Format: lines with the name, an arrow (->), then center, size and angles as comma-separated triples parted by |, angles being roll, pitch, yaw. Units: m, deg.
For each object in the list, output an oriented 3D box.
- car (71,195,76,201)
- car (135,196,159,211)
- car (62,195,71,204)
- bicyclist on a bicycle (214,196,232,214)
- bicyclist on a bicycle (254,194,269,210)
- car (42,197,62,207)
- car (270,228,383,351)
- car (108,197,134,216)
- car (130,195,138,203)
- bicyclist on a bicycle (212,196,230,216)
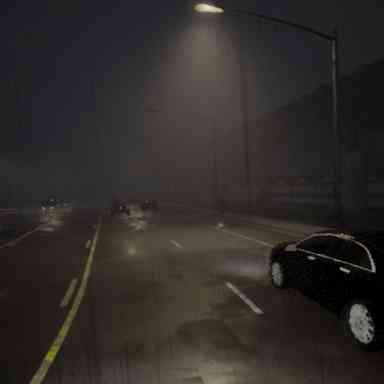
car -> -31.863, 1.627, 87.648 | 1.882, 1.535, 5.008 | -1, 1, -14
car -> -5.100, 1.454, 39.222 | 2.128, 1.511, 4.902 | -1, 0, -14
car -> -27.850, 1.727, 71.751 | 1.837, 1.490, 4.892 | -1, 0, -14
bicyclist on a bicycle -> 2.808, 1.163, 30.308 | 1.656, 1.620, 0.582 | -1, 1, -40
bicyclist on a bicycle -> 7.140, 1.082, 34.261 | 1.656, 1.620, 0.582 | 0, 0, 30
car -> -23.937, 1.759, 56.134 | 2.033, 1.411, 5.357 | -1, 0, -13
car -> 3.047, 1.439, 6.157 | 1.837, 1.490, 4.892 | 1, 0, -9
car -> -7.248, 1.562, 33.397 | 2.033, 1.411, 5.357 | -1, 0, -14
car -> -10.576, 1.335, 60.910 | 2.097, 1.767, 4.553 | -1, 0, -14
bicyclist on a bicycle -> 2.477, 1.248, 29.402 | 1.656, 1.620, 0.582 | -9, 3, -5
